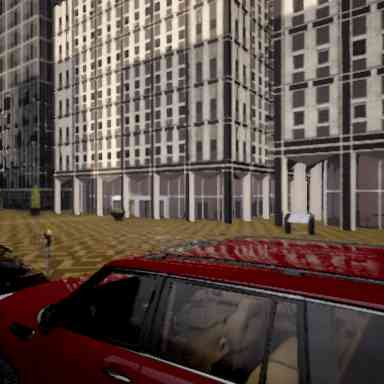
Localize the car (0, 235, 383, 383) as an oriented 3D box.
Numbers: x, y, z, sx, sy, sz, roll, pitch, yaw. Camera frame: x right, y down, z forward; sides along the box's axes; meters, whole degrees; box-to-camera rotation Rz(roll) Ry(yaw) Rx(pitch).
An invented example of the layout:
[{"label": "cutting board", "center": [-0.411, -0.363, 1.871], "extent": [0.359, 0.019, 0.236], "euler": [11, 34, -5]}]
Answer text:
[{"label": "car", "center": [0.164, 1.318, 2.762], "extent": [5.009, 1.841, 2.192], "euler": [0, 0, 35]}]
